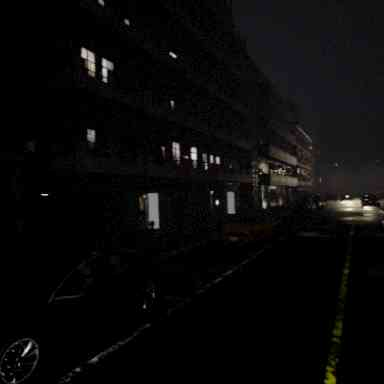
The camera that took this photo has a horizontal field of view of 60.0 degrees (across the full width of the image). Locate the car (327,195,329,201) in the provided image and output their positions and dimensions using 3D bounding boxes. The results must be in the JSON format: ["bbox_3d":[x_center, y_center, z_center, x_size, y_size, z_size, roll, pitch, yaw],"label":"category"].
[{"bbox_3d":[15.401,1.329,41.011,1.802,1.307,4.206,-2,0,26],"label":"car"}]

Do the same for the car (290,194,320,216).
[{"bbox_3d":[10.369,1.302,30.923,1.967,1.590,4.097,-2,0,26],"label":"car"}]

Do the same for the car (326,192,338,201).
[{"bbox_3d":[27.963,0.896,66.234,1.967,1.590,4.097,-2,0,26],"label":"car"}]

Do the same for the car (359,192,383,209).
[{"bbox_3d":[19.628,1.078,36.720,2.033,1.411,5.357,-3,-1,27],"label":"car"}]

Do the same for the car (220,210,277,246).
[{"bbox_3d":[2.755,1.561,15.635,1.752,1.417,4.829,-2,-1,26],"label":"car"}]

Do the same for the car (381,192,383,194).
[{"bbox_3d":[33.020,0.690,57.600,1.752,1.417,4.829,-2,0,26],"label":"car"}]

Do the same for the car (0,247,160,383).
[{"bbox_3d":[-2.195,1.713,5.698,1.947,1.339,4.313,-2,-1,26],"label":"car"}]

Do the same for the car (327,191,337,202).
[{"bbox_3d":[25.446,0.829,61.191,2.192,1.841,5.009,-2,0,26],"label":"car"}]

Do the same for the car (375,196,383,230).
[{"bbox_3d":[11.048,1.185,17.522,1.882,1.535,5.008,-3,-1,26],"label":"car"}]

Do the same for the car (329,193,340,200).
[{"bbox_3d":[30.482,0.942,71.278,1.887,1.381,4.507,-2,0,26],"label":"car"}]

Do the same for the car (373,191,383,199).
[{"bbox_3d":[37.972,0.594,67.537,1.887,1.381,4.507,-2,0,26],"label":"car"}]

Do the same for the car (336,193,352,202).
[{"bbox_3d":[27.131,0.967,58.529,2.033,1.411,5.357,-3,-1,26],"label":"car"}]

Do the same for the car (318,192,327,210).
[{"bbox_3d":[12.878,1.120,35.968,2.192,1.841,5.009,-2,0,26],"label":"car"}]
